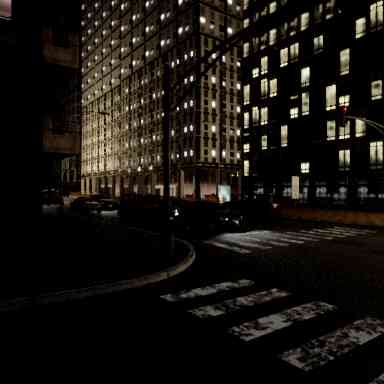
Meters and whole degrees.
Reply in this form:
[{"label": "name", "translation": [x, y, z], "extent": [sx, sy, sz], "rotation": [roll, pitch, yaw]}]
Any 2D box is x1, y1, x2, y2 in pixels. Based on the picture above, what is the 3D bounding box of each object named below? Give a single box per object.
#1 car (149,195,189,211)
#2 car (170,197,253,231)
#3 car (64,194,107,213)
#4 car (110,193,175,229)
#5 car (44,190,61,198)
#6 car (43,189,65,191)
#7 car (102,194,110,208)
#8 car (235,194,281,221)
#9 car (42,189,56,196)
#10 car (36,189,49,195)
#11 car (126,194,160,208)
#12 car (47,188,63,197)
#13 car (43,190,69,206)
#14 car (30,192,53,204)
[{"label": "car", "translation": [-2.363, 1.071, 33.281], "extent": [1.947, 1.339, 4.313], "rotation": [1, 0, -36]}, {"label": "car", "translation": [0.891, 1.247, 18.967], "extent": [1.837, 1.490, 4.892], "rotation": [0, 1, -36]}, {"label": "car", "translation": [-9.098, 1.068, 28.294], "extent": [1.802, 1.307, 4.206], "rotation": [2, 0, -36]}, {"label": "car", "translation": [-2.557, 1.008, 19.330], "extent": [2.192, 1.841, 5.009], "rotation": [2, 0, -36]}, {"label": "car", "translation": [-25.516, 0.383, 60.618], "extent": [1.994, 1.385, 4.181], "rotation": [0, 1, -36]}, {"label": "car", "translation": [-20.472, 0.535, 48.429], "extent": [1.882, 1.535, 5.008], "rotation": [0, 1, -36]}, {"label": "car", "translation": [-8.808, 0.960, 32.280], "extent": [1.812, 1.442, 4.674], "rotation": [0, 1, -36]}, {"label": "car", "translation": [4.178, 1.027, 24.315], "extent": [2.192, 1.841, 5.009], "rotation": [1, 0, -36]}, {"label": "car", "translation": [-31.770, 0.097, 73.625], "extent": [1.887, 1.381, 4.507], "rotation": [1, 0, -36]}, {"label": "car", "translation": [-35.038, -0.010, 78.107], "extent": [1.887, 1.381, 4.507], "rotation": [1, 0, -36]}, {"label": "car", "translation": [-5.631, 0.966, 37.764], "extent": [1.947, 1.339, 4.313], "rotation": [1, 0, -36]}, {"label": "car", "translation": [-28.500, 0.100, 69.141], "extent": [1.967, 1.590, 4.097], "rotation": [1, 0, -36]}, {"label": "car", "translation": [-15.631, 0.827, 37.257], "extent": [2.008, 1.369, 4.403], "rotation": [2, 0, -36]}, {"label": "car", "translation": [-18.898, 0.753, 41.738], "extent": [1.802, 1.307, 4.206], "rotation": [2, 0, -36]}]
